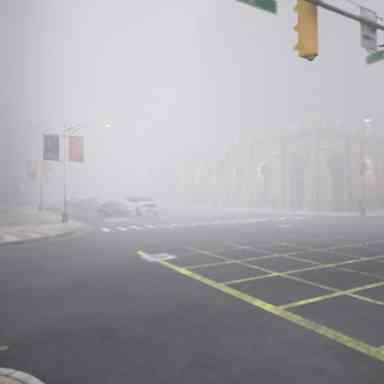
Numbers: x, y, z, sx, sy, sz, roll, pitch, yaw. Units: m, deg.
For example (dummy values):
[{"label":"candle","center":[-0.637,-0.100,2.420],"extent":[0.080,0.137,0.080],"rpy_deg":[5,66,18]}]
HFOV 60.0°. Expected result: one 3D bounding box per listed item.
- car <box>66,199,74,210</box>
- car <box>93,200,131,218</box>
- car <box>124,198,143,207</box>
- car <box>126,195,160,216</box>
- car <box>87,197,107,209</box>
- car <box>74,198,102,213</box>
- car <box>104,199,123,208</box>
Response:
[{"label":"car","center":[-17.967,1.835,50.746],"extent":[1.882,1.535,5.008],"rpy_deg":[0,0,-28]},{"label":"car","center":[-7.900,1.757,32.664],"extent":[1.994,1.385,4.181],"rpy_deg":[0,0,-30]},{"label":"car","center":[-10.481,1.832,59.055],"extent":[1.812,1.442,4.674],"rpy_deg":[0,0,-29]},{"label":"car","center":[-5.425,1.398,35.378],"extent":[2.150,2.045,5.566],"rpy_deg":[0,0,-31]},{"label":"car","center":[-15.284,1.689,53.150],"extent":[2.097,1.767,4.553],"rpy_deg":[0,0,-29]},{"label":"car","center":[-12.938,1.627,41.617],"extent":[2.097,1.767,4.553],"rpy_deg":[0,0,-29]},{"label":"car","center":[-13.556,1.934,57.385],"extent":[1.895,1.301,4.718],"rpy_deg":[0,0,-29]}]
